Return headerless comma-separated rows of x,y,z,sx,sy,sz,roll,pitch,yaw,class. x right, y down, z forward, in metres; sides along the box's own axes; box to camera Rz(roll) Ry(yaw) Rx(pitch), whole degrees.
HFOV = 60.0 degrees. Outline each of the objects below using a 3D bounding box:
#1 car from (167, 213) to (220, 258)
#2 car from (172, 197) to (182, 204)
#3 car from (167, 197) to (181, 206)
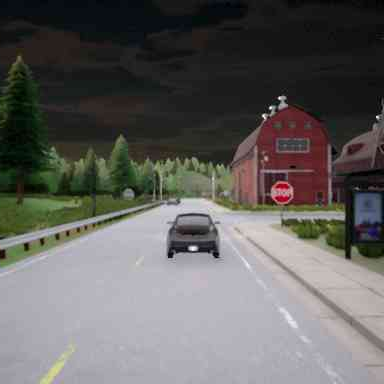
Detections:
0.057,1.576,13.097,1.837,1.490,4.892,0,0,0,car
-3.498,1.945,76.372,2.033,1.411,5.357,0,0,0,car
-3.538,1.853,60.727,1.812,1.442,4.674,0,0,1,car
